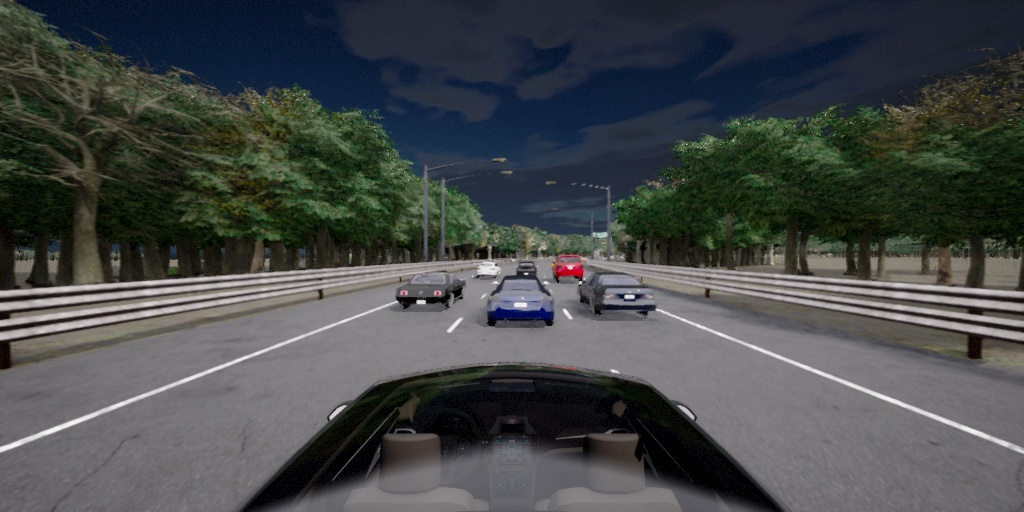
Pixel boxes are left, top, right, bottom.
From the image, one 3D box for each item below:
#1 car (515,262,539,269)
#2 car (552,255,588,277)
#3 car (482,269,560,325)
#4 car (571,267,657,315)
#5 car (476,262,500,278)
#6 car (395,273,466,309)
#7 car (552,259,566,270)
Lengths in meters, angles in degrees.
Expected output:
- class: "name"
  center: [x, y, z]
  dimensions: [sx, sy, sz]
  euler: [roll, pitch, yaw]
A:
- class: "car"
  center: [1.378, 1.252, 32.574]
  dimensions: [1.837, 1.490, 4.892]
  euler: [0, 0, 4]
- class: "car"
  center: [4.507, 0.967, 29.152]
  dimensions: [2.150, 2.045, 5.566]
  euler: [0, 0, 4]
- class: "car"
  center: [0.284, 1.314, 11.853]
  dimensions: [1.994, 1.385, 4.181]
  euler: [0, 0, 1]
- class: "car"
  center: [3.693, 1.299, 13.485]
  dimensions: [2.033, 1.411, 5.357]
  euler: [0, 0, 2]
- class: "car"
  center: [-2.098, 1.269, 33.010]
  dimensions: [1.812, 1.442, 4.674]
  euler: [0, 0, 4]
- class: "car"
  center: [-3.132, 1.346, 14.914]
  dimensions: [1.895, 1.301, 4.718]
  euler: [0, 0, 2]
- class: "car"
  center: [6.856, 1.224, 52.476]
  dimensions: [1.882, 1.535, 5.008]
  euler: [0, 0, 7]
